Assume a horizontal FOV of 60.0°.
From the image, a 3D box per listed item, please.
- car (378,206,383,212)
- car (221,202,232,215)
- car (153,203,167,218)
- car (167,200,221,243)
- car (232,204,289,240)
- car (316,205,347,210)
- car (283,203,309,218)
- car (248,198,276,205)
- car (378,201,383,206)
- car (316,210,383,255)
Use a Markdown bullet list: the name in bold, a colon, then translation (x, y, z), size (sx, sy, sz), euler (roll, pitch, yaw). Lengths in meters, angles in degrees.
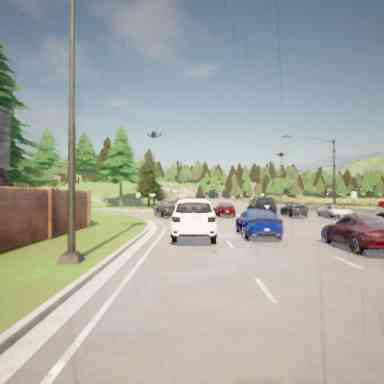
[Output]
- **car**: translation (10.596, 1.693, 17.190), size (1.837, 1.490, 4.892), euler (0, -1, 0)
- **car**: translation (3.591, 1.875, 36.434), size (1.882, 1.535, 5.008), euler (0, -1, 0)
- **car**: translation (-2.757, 1.868, 34.454), size (2.128, 1.511, 4.902), euler (0, -1, -19)
- **car**: translation (0.059, 1.411, 17.284), size (2.150, 2.045, 5.566), euler (0, -1, -1)
- **car**: translation (3.595, 1.679, 18.406), size (1.882, 1.535, 5.008), euler (0, -1, 0)
- **car**: translation (14.092, 1.965, 33.301), size (1.895, 1.301, 4.718), euler (0, -1, 0)
- **car**: translation (10.593, 1.872, 34.791), size (2.128, 1.511, 4.902), euler (0, -1, 0)
- **car**: translation (7.092, 1.593, 33.985), size (2.150, 2.045, 5.566), euler (0, -1, 0)
- **car**: translation (33.929, 1.823, 55.129), size (5.566, 2.045, 2.150), euler (0, -1, 27)
- **car**: translation (7.098, 1.679, 13.956), size (1.812, 1.442, 4.674), euler (0, -1, 0)
